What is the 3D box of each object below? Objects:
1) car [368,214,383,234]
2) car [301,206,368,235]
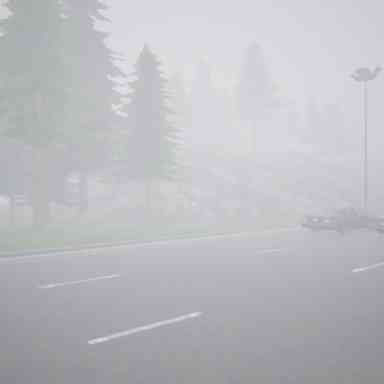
[{"bbox_3d":[10.836,1.461,15.775,5.357,1.411,2.033,0,0,-35],"label":"car"},{"bbox_3d":[8.264,1.464,18.240,5.357,1.411,2.033,0,0,-36],"label":"car"}]
